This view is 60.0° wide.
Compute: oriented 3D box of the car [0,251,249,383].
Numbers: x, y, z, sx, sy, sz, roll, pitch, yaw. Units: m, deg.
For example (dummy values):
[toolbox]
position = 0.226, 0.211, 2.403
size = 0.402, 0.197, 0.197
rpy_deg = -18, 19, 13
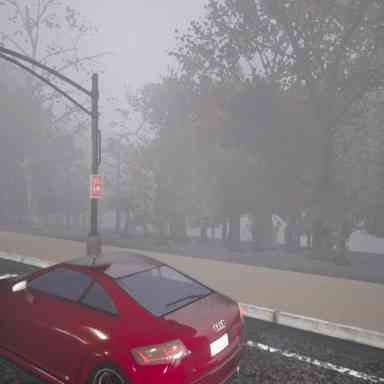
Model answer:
[car]
position = -1.347, 1.563, 4.641
size = 4.181, 1.385, 1.994
rpy_deg = 0, 0, 35
